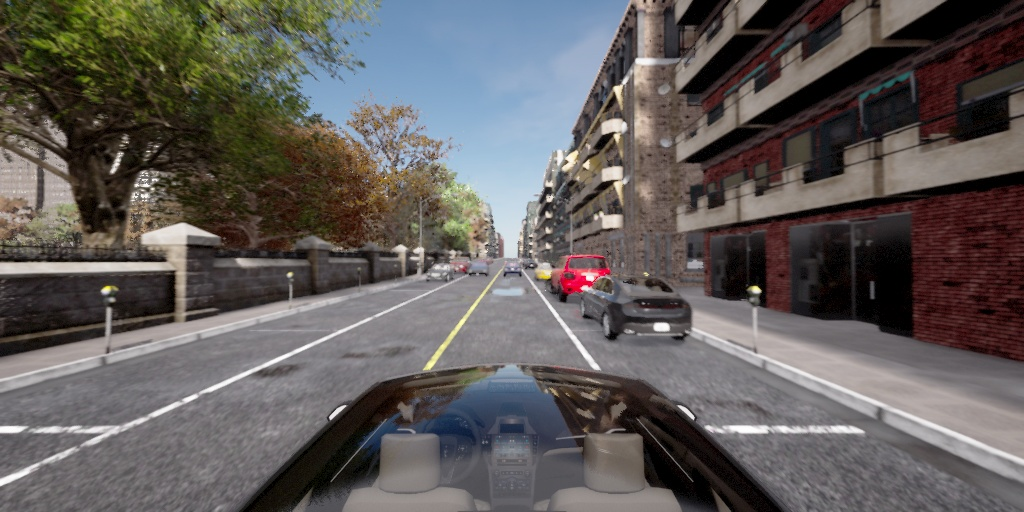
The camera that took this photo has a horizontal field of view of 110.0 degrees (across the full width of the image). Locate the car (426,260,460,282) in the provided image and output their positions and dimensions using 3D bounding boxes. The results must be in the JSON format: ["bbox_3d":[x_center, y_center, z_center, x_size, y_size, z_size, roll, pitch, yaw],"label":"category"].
[{"bbox_3d":[-5.702,1.285,28.843,2.007,1.370,4.403,0,0,0],"label":"car"}]

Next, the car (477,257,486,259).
[{"bbox_3d":[-5.713,1.285,56.460,1.948,1.339,4.313,0,0,0],"label":"car"}]

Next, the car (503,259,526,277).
[{"bbox_3d":[0.066,1.278,35.855,2.033,1.411,5.357,0,0,0],"label":"car"}]

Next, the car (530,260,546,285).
[{"bbox_3d":[2.679,1.260,29.016,1.751,1.417,4.829,0,0,0],"label":"car"}]

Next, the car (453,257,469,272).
[{"bbox_3d":[-5.706,1.044,39.890,2.192,1.841,5.009,0,0,0],"label":"car"}]

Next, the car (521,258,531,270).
[{"bbox_3d":[2.669,1.289,50.939,1.948,1.339,4.313,0,0,0],"label":"car"}]

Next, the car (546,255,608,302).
[{"bbox_3d":[3.097,0.963,16.992,2.150,2.045,5.566,0,0,0],"label":"car"}]

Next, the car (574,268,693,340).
[{"bbox_3d":[3.141,1.250,9.952,1.837,1.490,4.892,0,0,0],"label":"car"}]

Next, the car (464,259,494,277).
[{"bbox_3d":[-3.108,1.279,35.044,2.033,1.411,5.357,0,0,0],"label":"car"}]
